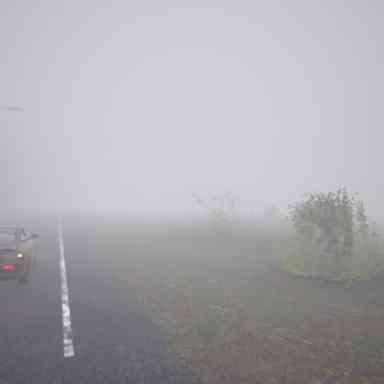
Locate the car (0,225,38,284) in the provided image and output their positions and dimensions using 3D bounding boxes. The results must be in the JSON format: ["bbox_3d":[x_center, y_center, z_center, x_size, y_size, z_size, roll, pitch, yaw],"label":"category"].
[{"bbox_3d":[-5.608,1.684,9.650,1.812,1.442,4.674,2,-2,-22],"label":"car"}]
